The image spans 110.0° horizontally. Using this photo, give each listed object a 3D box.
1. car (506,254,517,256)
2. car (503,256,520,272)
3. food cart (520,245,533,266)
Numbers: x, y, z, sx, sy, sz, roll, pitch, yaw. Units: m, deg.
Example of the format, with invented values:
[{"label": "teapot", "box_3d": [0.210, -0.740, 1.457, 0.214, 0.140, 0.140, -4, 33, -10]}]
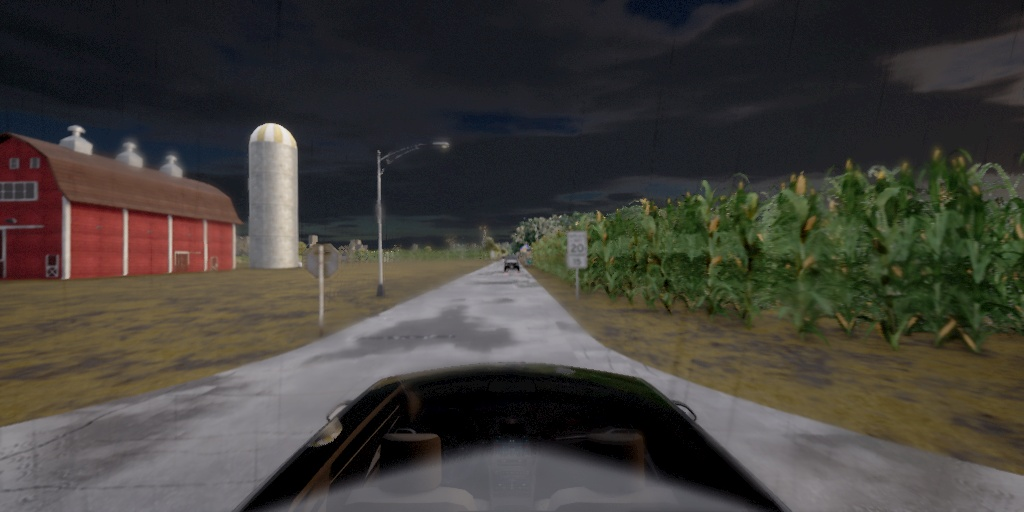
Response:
[{"label": "car", "box_3d": [-0.035, 0.785, 54.500, 2.150, 2.045, 5.566, -1, 0, 0]}, {"label": "car", "box_3d": [-0.026, 1.076, 44.032, 1.882, 1.535, 5.008, -1, 0, 0]}, {"label": "food cart", "box_3d": [3.102, -0.058, 64.457, 2.280, 3.560, 4.660, 0, 0, 0]}]
